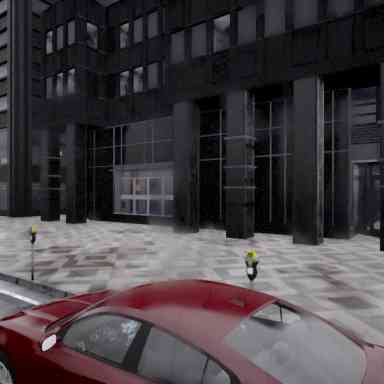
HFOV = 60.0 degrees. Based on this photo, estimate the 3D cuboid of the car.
[{"bbox_3d":[-0.227,1.545,3.123,4.507,1.381,1.887,0,0,35],"label":"car"}]
